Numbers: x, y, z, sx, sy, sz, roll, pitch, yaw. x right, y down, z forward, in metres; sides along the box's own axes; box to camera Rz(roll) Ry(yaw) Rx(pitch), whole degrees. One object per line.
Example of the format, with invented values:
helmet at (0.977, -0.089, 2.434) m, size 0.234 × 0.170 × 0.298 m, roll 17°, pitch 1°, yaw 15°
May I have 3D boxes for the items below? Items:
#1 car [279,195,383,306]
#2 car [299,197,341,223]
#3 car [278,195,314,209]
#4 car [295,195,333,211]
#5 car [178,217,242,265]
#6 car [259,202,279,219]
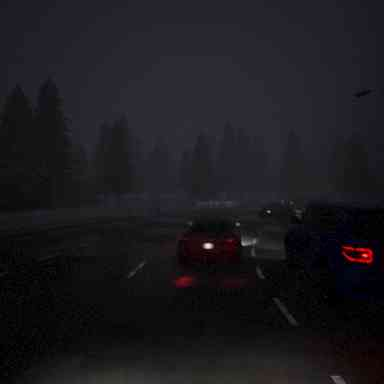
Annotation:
car at (3.799, 1.217, 8.087) m, size 2.150 × 2.045 × 5.566 m, roll 0°, pitch 0°, yaw 4°
car at (10.253, 1.331, 26.434) m, size 2.097 × 1.767 × 4.553 m, roll 0°, pitch 0°, yaw 34°
car at (13.951, 1.316, 44.404) m, size 4.553 × 1.767 × 2.097 m, roll 0°, pitch 0°, yaw -32°
car at (15.066, 1.319, 40.985) m, size 4.553 × 1.767 × 2.097 m, roll 0°, pitch 0°, yaw -33°
car at (0.749, 1.555, 11.761) m, size 1.994 × 1.385 × 4.181 m, roll 0°, pitch 0°, yaw 8°
car at (7.266, 1.541, 28.237) m, size 1.994 × 1.385 × 4.181 m, roll 0°, pitch 0°, yaw 34°
